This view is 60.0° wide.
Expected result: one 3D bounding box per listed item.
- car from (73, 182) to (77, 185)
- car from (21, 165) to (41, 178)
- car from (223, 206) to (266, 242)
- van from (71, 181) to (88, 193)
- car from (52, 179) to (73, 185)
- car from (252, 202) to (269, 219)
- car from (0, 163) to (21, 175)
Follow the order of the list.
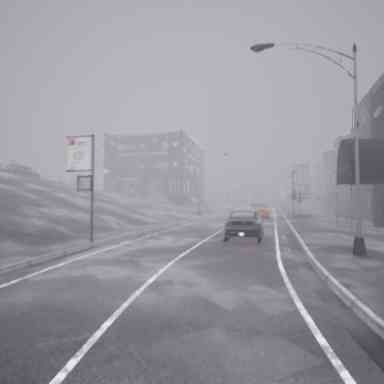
[{"bbox_3d":[-22.288,-1.082,60.968,2.002,1.452,4.674,0,-4,-1],"label":"car"},{"bbox_3d":[-22.348,-2.375,44.428,2.435,2.045,5.566,0,-3,3],"label":"car"},{"bbox_3d":[2.791,1.694,17.536,1.837,1.490,4.892,-1,-1,13],"label":"car"},{"bbox_3d":[-22.459,-0.959,66.642,1.878,1.987,4.442,0,-4,-2],"label":"van"},{"bbox_3d":[-22.202,-1.439,55.438,2.002,1.452,4.674,0,-4,0],"label":"car"},{"bbox_3d":[7.601,2.020,37.655,2.097,1.767,4.553,-1,-2,14],"label":"car"},{"bbox_3d":[-22.616,-2.543,38.826,2.185,1.767,4.553,0,-3,4],"label":"car"}]
